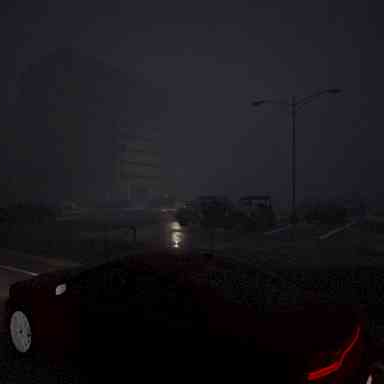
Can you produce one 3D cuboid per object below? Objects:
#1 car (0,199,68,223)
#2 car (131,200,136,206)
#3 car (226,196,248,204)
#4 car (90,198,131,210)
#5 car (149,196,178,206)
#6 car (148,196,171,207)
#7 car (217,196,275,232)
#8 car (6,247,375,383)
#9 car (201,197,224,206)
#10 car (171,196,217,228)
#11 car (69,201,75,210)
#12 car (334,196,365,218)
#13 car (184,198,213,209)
[{"bbox_3d":[-12.618,1.547,25.436,2.033,1.411,5.357,0,0,34],"label":"car"},{"bbox_3d":[-10.469,1.547,47.858,2.033,1.411,5.357,0,0,33],"label":"car"},{"bbox_3d":[8.581,1.492,63.326,2.128,1.511,4.902,0,0,34],"label":"car"},{"bbox_3d":[-10.337,1.601,41.775,1.895,1.301,4.718,0,0,34],"label":"car"},{"bbox_3d":[-4.761,1.492,56.294,2.128,1.511,4.902,0,0,34],"label":"car"},{"bbox_3d":[-4.662,1.492,50.206,2.128,1.511,4.902,0,0,34],"label":"car"},{"bbox_3d":[3.356,1.156,19.032,1.905,1.878,3.866,0,0,34],"label":"car"},{"bbox_3d":[-0.486,1.478,4.335,5.008,1.535,1.882,0,0,35],"label":"car"},{"bbox_3d":[3.508,1.526,55.754,1.812,1.442,4.674,0,0,34],"label":"car"},{"bbox_3d":[0.989,1.153,20.698,1.932,1.855,4.605,0,0,34],"label":"car"},{"bbox_3d":[-16.130,1.526,39.402,1.812,1.442,4.674,0,0,34],"label":"car"},{"bbox_3d":[15.380,1.395,31.987,1.970,1.475,3.806,0,0,34],"label":"car"},{"bbox_3d":[0.933,1.564,45.652,1.994,1.385,4.181,0,0,34],"label":"car"}]
